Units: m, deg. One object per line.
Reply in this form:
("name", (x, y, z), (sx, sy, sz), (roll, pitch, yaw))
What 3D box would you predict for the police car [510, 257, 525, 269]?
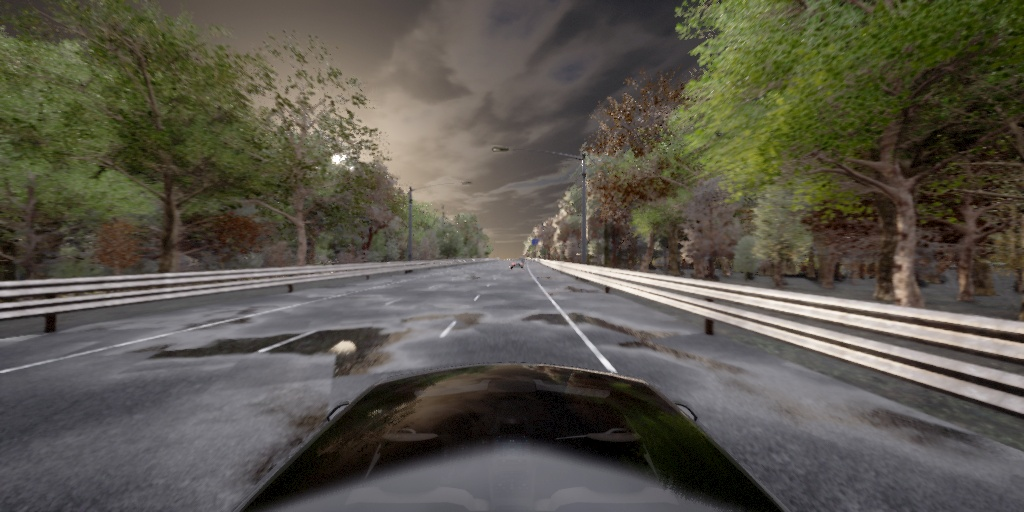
("police car", (0.816, 1.347, 55.787), (2.038, 1.542, 4.974), (0, 1, 2))
